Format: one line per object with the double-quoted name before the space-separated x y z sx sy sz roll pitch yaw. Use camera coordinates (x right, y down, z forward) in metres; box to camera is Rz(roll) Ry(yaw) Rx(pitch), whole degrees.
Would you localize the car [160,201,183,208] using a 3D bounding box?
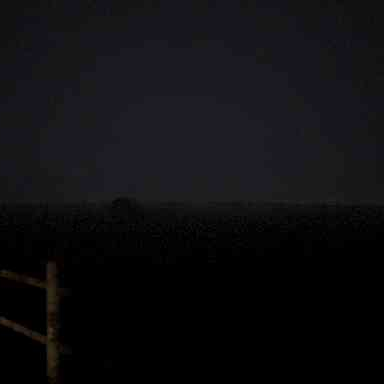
"car" -3.836 2.369 62.580 1.895 1.301 4.718 -1 -1 35
